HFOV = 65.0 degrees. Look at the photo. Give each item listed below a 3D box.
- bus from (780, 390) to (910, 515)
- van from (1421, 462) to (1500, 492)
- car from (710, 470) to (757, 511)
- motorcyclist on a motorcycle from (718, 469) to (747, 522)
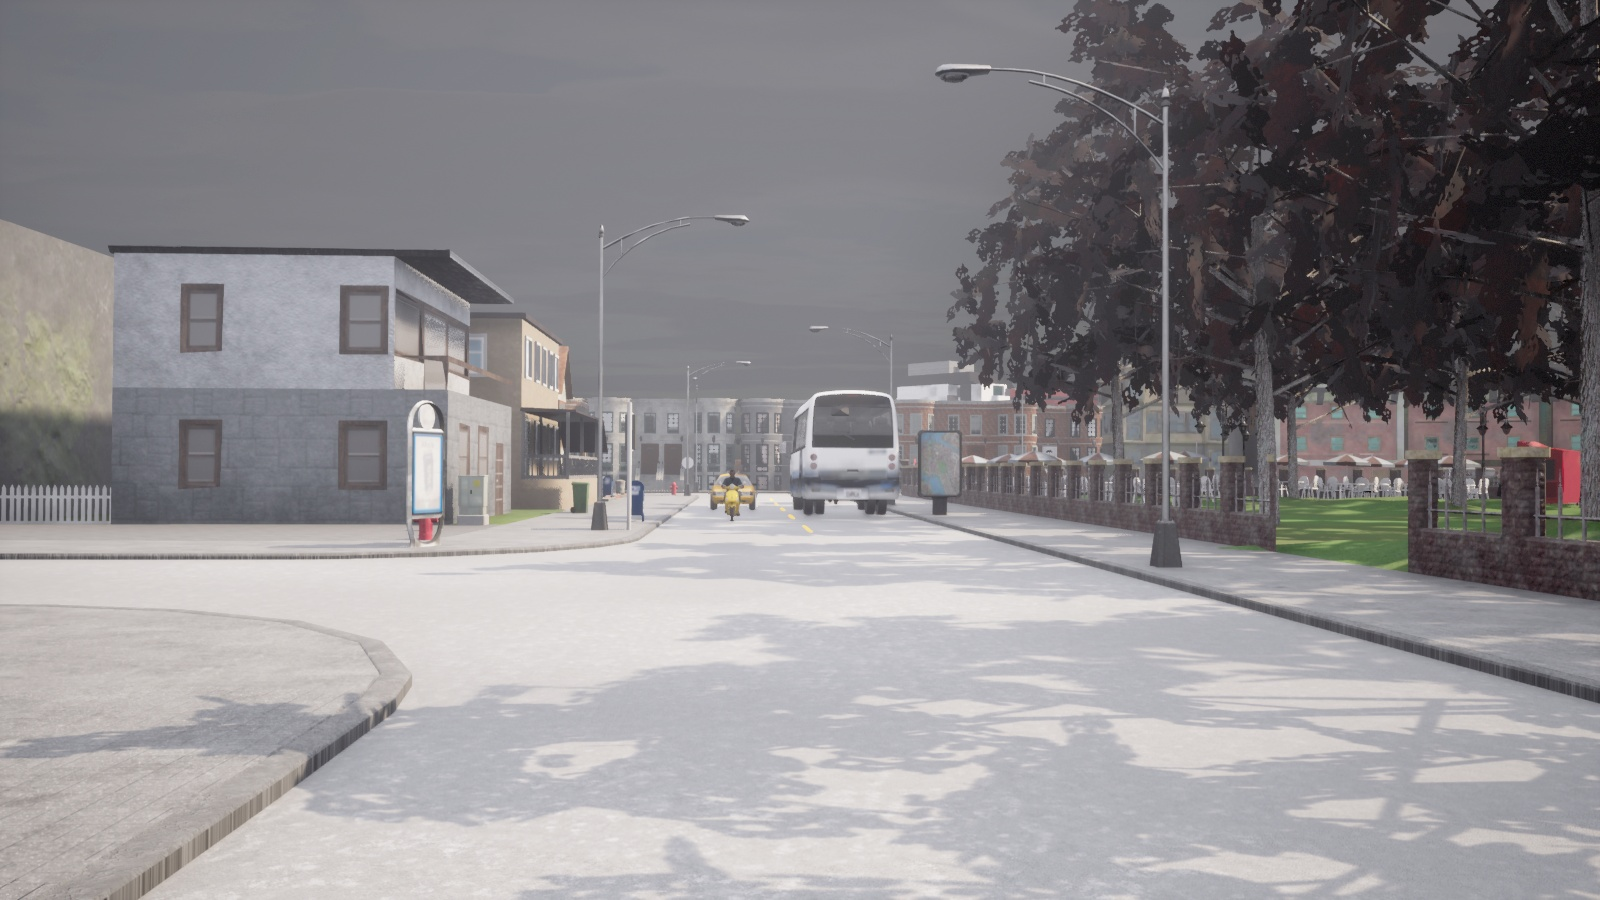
[{"bbox_3d":[1.447,0.234,47.909,3.944,4.253,10.273,0,-2,-4],"label":"bus"},{"bbox_3d":[44.861,1.820,85.373,4.442,1.987,1.775,-1,-2,42],"label":"van"},{"bbox_3d":[-2.713,1.623,51.238,1.801,1.575,5.366,0,-1,-3],"label":"car"},{"bbox_3d":[-2.091,1.427,38.931,0.866,1.590,1.817,0,-3,-3],"label":"motorcyclist on a motorcycle"}]
